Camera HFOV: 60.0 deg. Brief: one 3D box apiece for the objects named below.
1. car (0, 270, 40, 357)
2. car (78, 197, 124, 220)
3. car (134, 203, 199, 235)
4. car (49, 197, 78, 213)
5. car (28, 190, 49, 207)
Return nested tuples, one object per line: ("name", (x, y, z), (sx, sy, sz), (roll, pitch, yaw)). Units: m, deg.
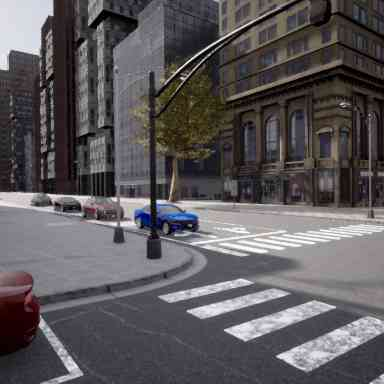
("car", (-4.157, 1.545, 3.672), (4.507, 1.381, 1.887), (0, -1, -36))
("car", (-7.232, 1.217, 26.822), (2.097, 1.767, 4.553), (-1, 1, -36))
("car", (-1.560, 1.422, 19.009), (1.882, 1.535, 5.008), (-1, 1, -36))
("car", (-13.145, 1.261, 34.969), (1.882, 1.535, 5.008), (-1, 1, -36))
("car", (-20.236, 1.038, 44.828), (2.097, 1.767, 4.553), (-1, 1, -35))
